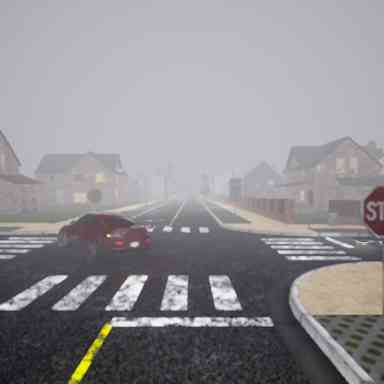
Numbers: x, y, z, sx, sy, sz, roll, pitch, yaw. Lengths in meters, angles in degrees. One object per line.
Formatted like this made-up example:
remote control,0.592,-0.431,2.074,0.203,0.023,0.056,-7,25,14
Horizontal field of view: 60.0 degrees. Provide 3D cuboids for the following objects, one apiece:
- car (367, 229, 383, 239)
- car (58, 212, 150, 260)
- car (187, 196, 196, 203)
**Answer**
car,10.444,1.498,14.846,4.892,1.490,1.837,0,1,0
car,-3.336,1.466,12.339,1.812,1.442,4.674,1,0,-41
car,-0.114,1.450,66.713,2.033,1.411,5.357,0,0,0
